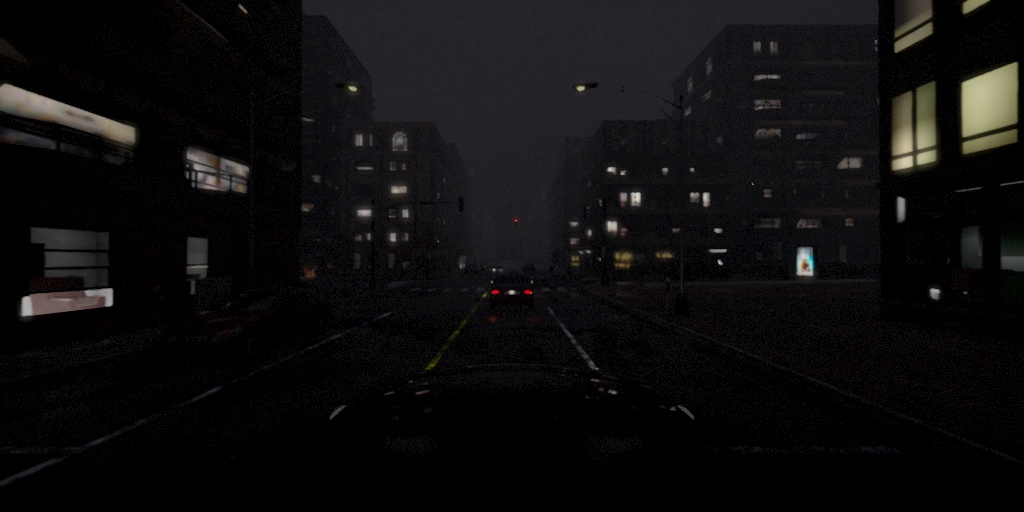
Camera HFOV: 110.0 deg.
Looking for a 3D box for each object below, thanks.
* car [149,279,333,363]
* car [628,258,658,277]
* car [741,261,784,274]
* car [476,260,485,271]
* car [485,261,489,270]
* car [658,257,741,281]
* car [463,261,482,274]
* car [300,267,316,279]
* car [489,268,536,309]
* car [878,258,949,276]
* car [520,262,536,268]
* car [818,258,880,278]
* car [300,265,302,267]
[{"bbox_3d":[-5.744,1.393,8.291,1.802,1.307,4.207,0,0,0],"label":"car"},{"bbox_3d":[14.558,1.090,36.661,5.009,1.841,2.192,0,0,-1],"label":"car"},{"bbox_3d":[25.649,1.151,36.766,4.207,1.307,1.802,0,0,-1],"label":"car"},{"bbox_3d":[-5.717,1.800,55.824,1.751,1.417,4.829,0,0,0],"label":"car"},{"bbox_3d":[-5.720,1.646,61.676,2.192,1.841,5.009,0,0,0],"label":"car"},{"bbox_3d":[14.697,1.026,28.282,5.009,1.841,2.192,0,0,-1],"label":"car"},{"bbox_3d":[-5.714,1.784,50.312,1.948,1.339,4.313,0,0,0],"label":"car"},{"bbox_3d":[-17.643,1.834,27.978,4.829,1.417,1.751,0,0,-1],"label":"car"},{"bbox_3d":[-0.005,1.430,15.841,2.033,1.411,5.357,0,-1,0],"label":"car"},{"bbox_3d":[31.337,0.966,28.439,4.313,1.339,1.948,0,0,-1],"label":"car"},{"bbox_3d":[2.663,1.714,56.000,1.967,1.591,4.097,0,0,0],"label":"car"},{"bbox_3d":[25.790,1.070,28.386,4.313,1.339,1.948,0,0,-1],"label":"car"},{"bbox_3d":[-23.616,1.790,36.270,5.009,1.841,2.192,0,0,-1],"label":"car"}]
